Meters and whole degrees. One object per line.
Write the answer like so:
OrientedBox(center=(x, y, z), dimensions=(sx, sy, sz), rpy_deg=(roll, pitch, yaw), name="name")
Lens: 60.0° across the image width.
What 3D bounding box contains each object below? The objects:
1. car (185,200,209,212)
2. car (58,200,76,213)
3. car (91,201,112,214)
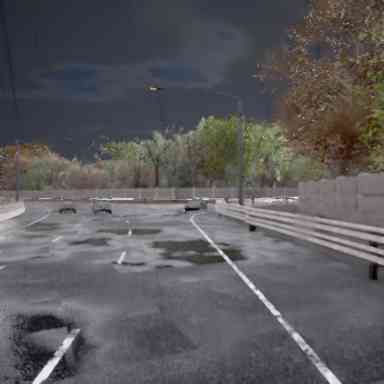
OrientedBox(center=(0.631, 1.633, 40.804), dimensions=(1.994, 1.385, 4.181), rpy_deg=(-1, 0, 19), name="car")
OrientedBox(center=(-15.116, 1.706, 40.202), dimensions=(2.033, 1.411, 5.357), rpy_deg=(0, 0, -24), name="car")
OrientedBox(center=(-10.137, 1.672, 37.079), dimensions=(2.033, 1.411, 5.357), rpy_deg=(0, 0, -21), name="car")
